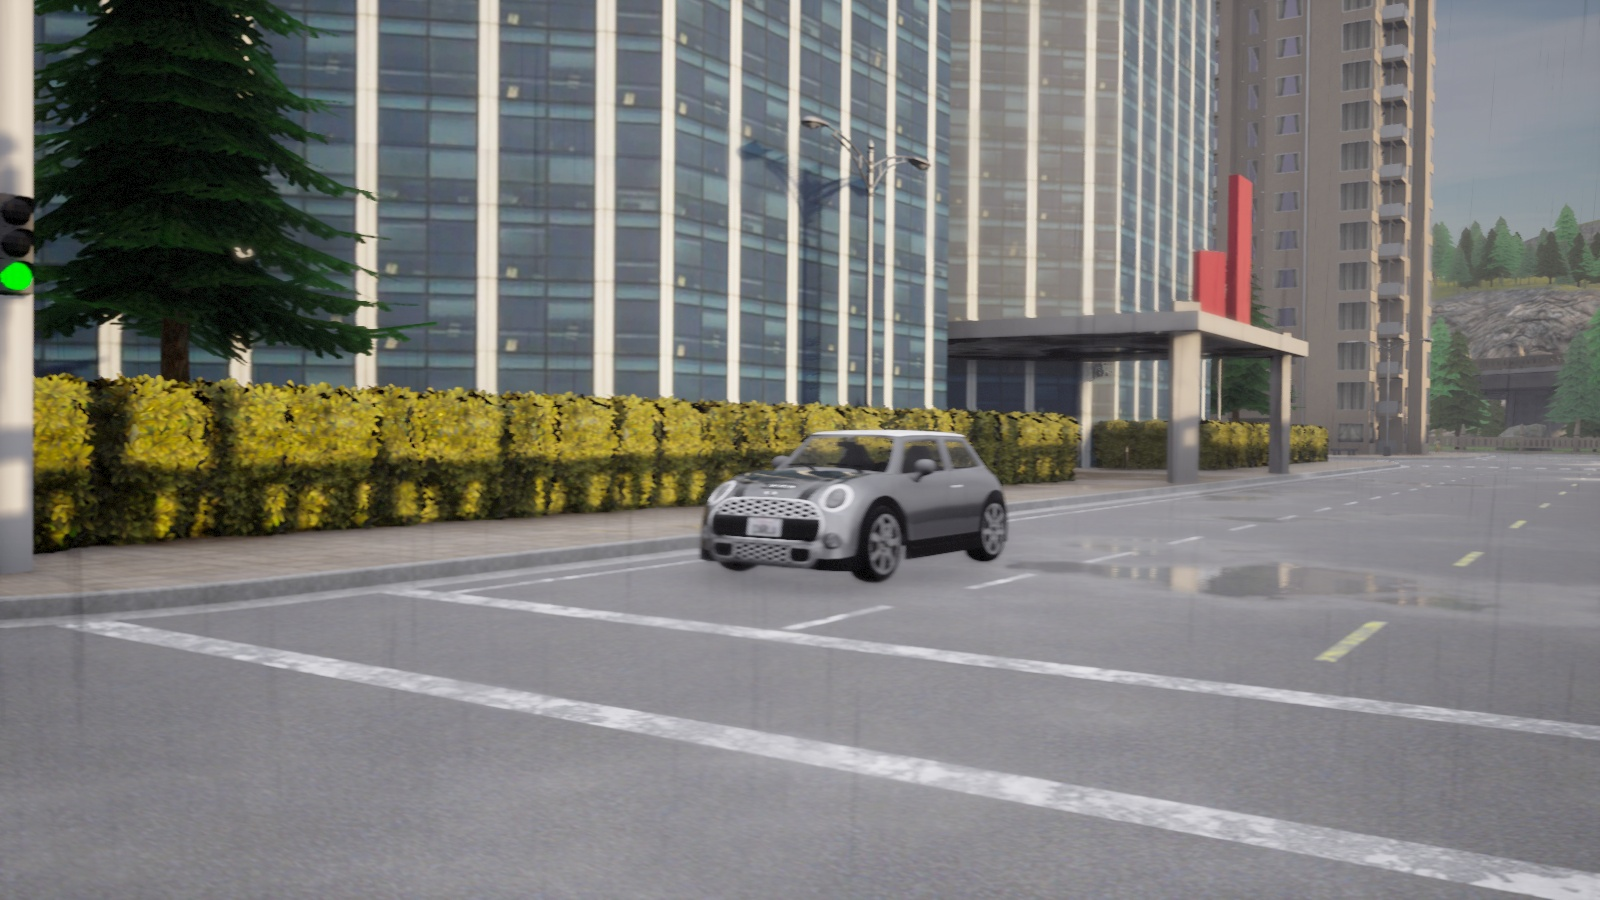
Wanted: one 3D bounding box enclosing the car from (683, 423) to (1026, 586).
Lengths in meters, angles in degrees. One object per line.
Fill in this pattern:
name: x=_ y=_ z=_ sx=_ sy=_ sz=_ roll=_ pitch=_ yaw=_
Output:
car: x=0.728 y=0.464 z=13.484 sx=1.970 sy=1.475 sz=3.806 roll=0 pitch=1 yaw=34
